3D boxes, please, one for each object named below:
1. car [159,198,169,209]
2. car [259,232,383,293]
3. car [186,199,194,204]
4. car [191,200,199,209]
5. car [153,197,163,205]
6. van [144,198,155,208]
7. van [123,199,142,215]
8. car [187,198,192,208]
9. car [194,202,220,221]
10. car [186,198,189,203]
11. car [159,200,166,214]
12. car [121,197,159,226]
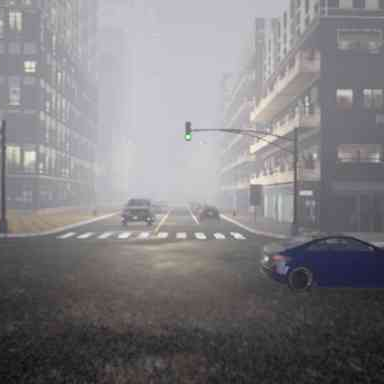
[{"bbox_3d":[-5.159,2.198,59.618,2.033,1.411,5.357,0,-1,-2],"label":"car"},{"bbox_3d":[3.979,1.798,8.992,4.181,1.385,1.994,1,-1,-3],"label":"car"},{"bbox_3d":[-0.574,2.607,91.765,1.947,1.339,4.313,0,-1,-2],"label":"car"},{"bbox_3d":[1.195,2.010,40.911,1.887,1.381,4.507,0,-1,-2],"label":"car"},{"bbox_3d":[-8.752,2.251,85.826,2.192,1.841,5.009,0,-1,-2],"label":"car"},{"bbox_3d":[-7.966,2.020,63.223,1.690,1.788,3.998,0,-1,-2],"label":"van"},{"bbox_3d":[-7.180,1.766,40.621,1.690,1.788,3.998,0,-1,-2],"label":"van"},{"bbox_3d":[0.605,2.207,57.862,2.008,1.369,4.403,0,-1,-2],"label":"car"},{"bbox_3d":[1.542,1.920,30.950,1.947,1.339,4.313,0,-1,-2],"label":"car"},{"bbox_3d":[0.212,2.328,69.162,1.887,1.381,4.507,0,-1,-2],"label":"car"},{"bbox_3d":[-4.583,2.002,40.879,1.994,1.385,4.181,0,-1,-2],"label":"car"},{"bbox_3d":[-4.075,1.497,26.157,2.150,2.045,5.566,0,-1,-2],"label":"car"}]
